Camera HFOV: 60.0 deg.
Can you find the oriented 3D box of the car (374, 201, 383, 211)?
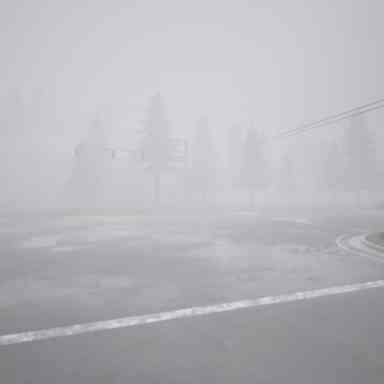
[{"bbox_3d":[24.127,1.505,39.725,4.892,1.490,1.837,0,0,-16],"label":"car"}]
